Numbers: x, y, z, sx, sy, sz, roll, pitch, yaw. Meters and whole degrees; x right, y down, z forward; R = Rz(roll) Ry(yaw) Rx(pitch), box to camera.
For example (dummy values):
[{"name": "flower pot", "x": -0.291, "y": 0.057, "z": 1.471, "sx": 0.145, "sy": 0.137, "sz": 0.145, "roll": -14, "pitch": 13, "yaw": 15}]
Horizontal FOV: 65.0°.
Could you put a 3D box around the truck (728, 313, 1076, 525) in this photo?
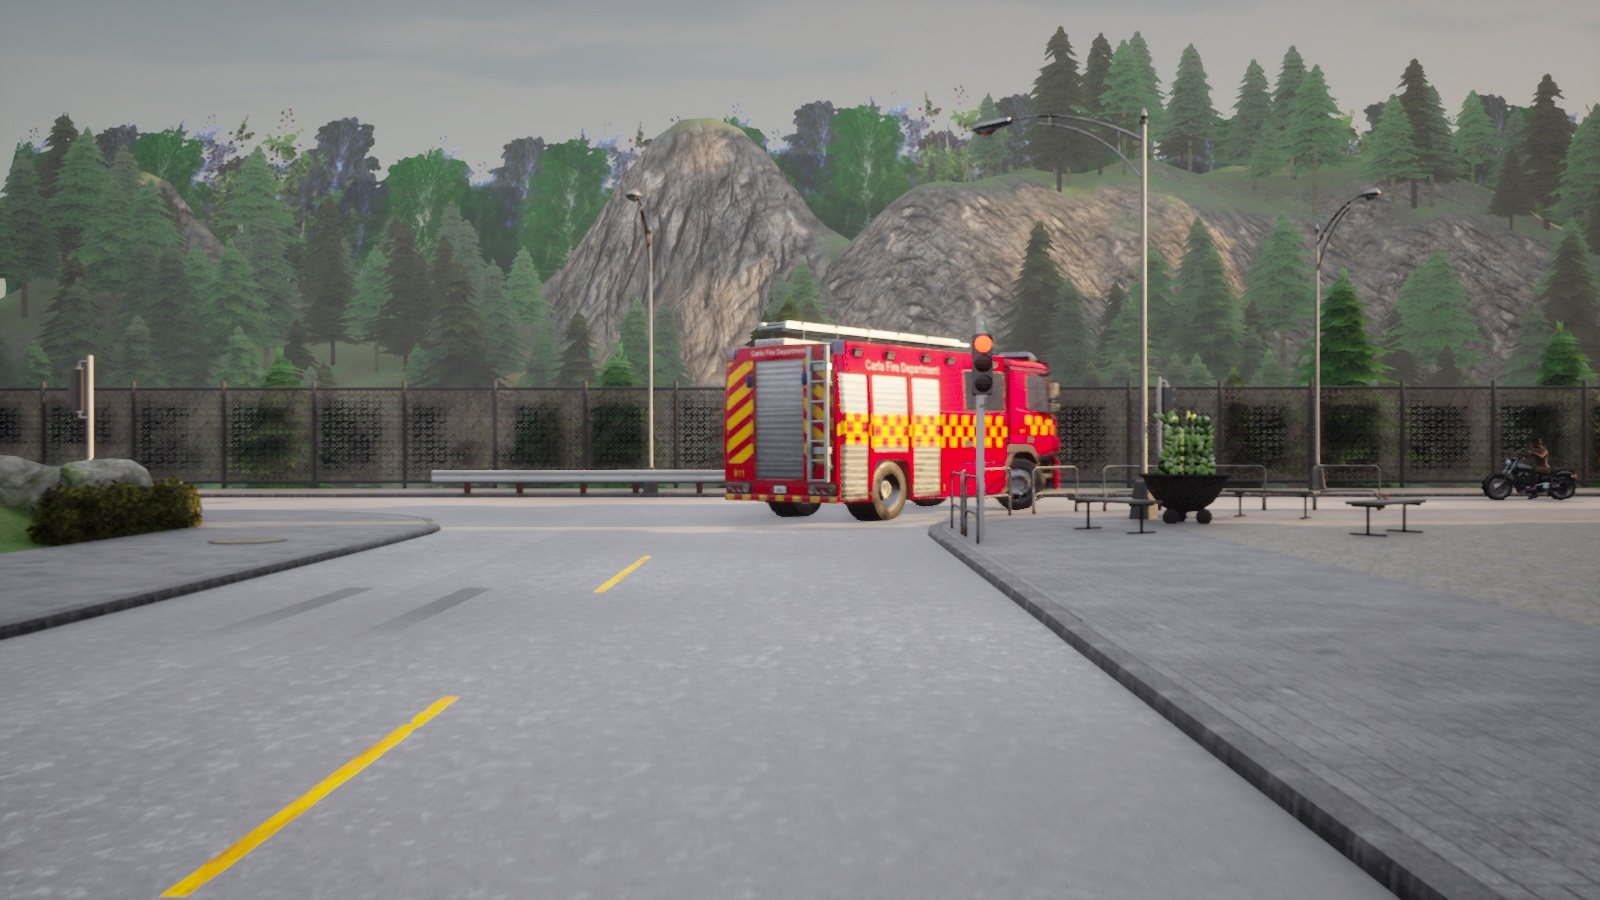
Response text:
[{"name": "truck", "x": 2.483, "y": -0.567, "z": 26.762, "sx": 2.891, "sy": 3.827, "sz": 8.468, "roll": 0, "pitch": 0, "yaw": 41}]

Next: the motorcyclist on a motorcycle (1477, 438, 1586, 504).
[{"name": "motorcyclist on a motorcycle", "x": 18.703, "y": 0.531, "z": 32.140, "sx": 2.350, "sy": 1.649, "sz": 0.766, "roll": 0, "pitch": 0, "yaw": 0}]
